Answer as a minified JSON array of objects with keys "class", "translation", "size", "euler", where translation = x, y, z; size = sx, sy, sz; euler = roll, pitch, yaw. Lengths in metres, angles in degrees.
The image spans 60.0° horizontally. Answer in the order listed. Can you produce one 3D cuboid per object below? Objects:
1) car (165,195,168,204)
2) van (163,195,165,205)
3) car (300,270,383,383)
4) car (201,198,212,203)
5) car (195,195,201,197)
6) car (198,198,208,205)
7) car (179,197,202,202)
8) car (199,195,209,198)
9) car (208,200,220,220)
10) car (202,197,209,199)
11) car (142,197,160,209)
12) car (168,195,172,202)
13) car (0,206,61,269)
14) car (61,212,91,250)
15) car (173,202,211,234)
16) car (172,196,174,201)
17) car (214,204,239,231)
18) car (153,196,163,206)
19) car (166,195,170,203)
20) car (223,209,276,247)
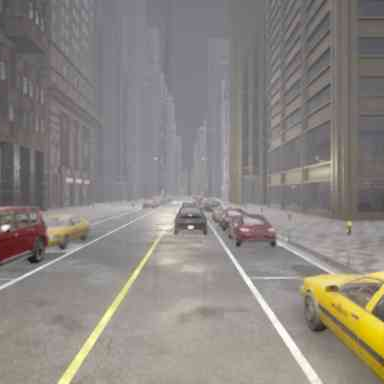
[{"class":"car","translation":[-6.370,1.843,65.583],"size":[1.887,1.381,4.507],"euler":[0,0,-1]},{"class":"van","translation":[-6.318,1.614,59.966],"size":[1.690,1.788,3.998],"euler":[0,0,-1]},{"class":"car","translation":[2.736,1.534,4.047],"size":[1.752,1.417,4.829],"euler":[0,0,-1]},{"class":"car","translation":[2.419,1.715,37.588],"size":[1.947,1.339,4.313],"euler":[0,0,-1]},{"class":"car","translation":[2.207,1.565,60.063],"size":[2.192,1.841,5.009],"euler":[0,0,-1]},{"class":"car","translation":[2.155,1.841,65.680],"size":[1.947,1.339,4.313],"euler":[0,0,-1]},{"class":"car","translation":[-0.271,1.659,40.268],"size":[2.128,1.511,4.902],"euler":[0,0,0]},{"class":"car","translation":[2.313,1.639,48.825],"size":[1.967,1.590,4.097],"euler":[0,0,-1]},{"class":"car","translation":[2.524,1.625,26.521],"size":[1.752,1.417,4.829],"euler":[0,0,-1]},{"class":"car","translation":[2.366,1.719,43.207],"size":[1.887,1.381,4.507],"euler":[0,0,-1]},{"class":"car","translation":[-6.211,1.804,48.729],"size":[1.802,1.307,4.206],"euler":[0,0,-1]},{"class":"car","translation":[-6.529,1.959,82.437],"size":[1.802,1.307,4.206],"euler":[0,0,-1]},{"class":"car","translation":[-5.841,1.368,9.404],"size":[2.192,1.841,5.009],"euler":[0,0,-1]},{"class":"car","translation":[-5.892,1.600,14.851],"size":[1.752,1.417,4.829],"euler":[0,0,-1]},{"class":"car","translation":[-0.084,1.585,19.811],"size":[1.837,1.490,4.892],"euler":[0,0,0]},{"class":"car","translation":[-6.583,1.719,88.056],"size":[2.192,1.841,5.009],"euler":[0,0,-1]},{"class":"car","translation":[2.578,1.657,20.732],"size":[1.802,1.307,4.206],"euler":[0,0,-1]},{"class":"car","translation":[-6.264,1.813,54.347],"size":[1.947,1.339,4.313],"euler":[0,0,-1]},{"class":"car","translation":[-6.423,1.890,71.202],"size":[1.947,1.339,4.313],"euler":[0,0,-1]},{"class":"car","translation":[2.632,1.635,15.114],"size":[1.802,1.307,4.206],"euler":[0,0,-1]}]
